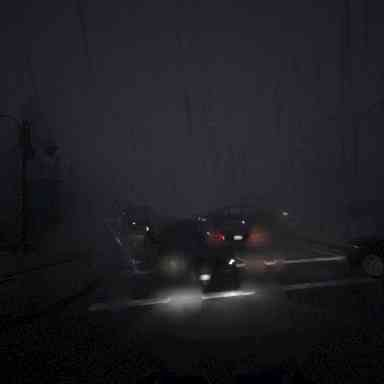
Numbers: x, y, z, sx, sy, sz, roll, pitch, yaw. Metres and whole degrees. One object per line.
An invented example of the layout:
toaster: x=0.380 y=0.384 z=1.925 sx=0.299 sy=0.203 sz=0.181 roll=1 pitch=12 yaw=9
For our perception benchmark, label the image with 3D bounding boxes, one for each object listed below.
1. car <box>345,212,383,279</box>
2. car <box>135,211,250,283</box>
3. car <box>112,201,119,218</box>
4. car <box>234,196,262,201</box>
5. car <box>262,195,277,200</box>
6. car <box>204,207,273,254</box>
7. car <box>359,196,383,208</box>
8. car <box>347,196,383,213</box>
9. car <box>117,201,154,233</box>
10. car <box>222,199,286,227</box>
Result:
car: x=6.532 y=1.475 z=8.247 sx=5.008 sy=1.535 sz=1.882 roll=0 pitch=0 yaw=39
car: x=-0.370 y=1.543 z=10.116 sx=2.033 sy=1.411 sz=5.357 roll=0 pitch=0 yaw=-15
car: x=-6.269 y=1.515 z=30.101 sx=2.033 sy=1.411 sz=5.357 roll=0 pitch=0 yaw=-17
car: x=7.347 y=1.287 z=46.166 sx=2.007 sy=1.523 sz=4.514 roll=0 pitch=0 yaw=-17
car: x=10.335 y=1.277 z=47.123 sx=2.152 sy=1.636 sz=5.027 roll=0 pitch=0 yaw=-17
car: x=1.349 y=1.538 z=13.396 sx=2.033 sy=1.411 sz=5.357 roll=0 pitch=0 yaw=-4
car: x=23.893 y=1.273 z=43.200 sx=1.845 sy=1.501 sz=3.633 roll=0 pitch=0 yaw=-17
car: x=15.588 y=1.356 z=29.211 sx=1.970 sy=1.475 sz=3.806 roll=0 pitch=0 yaw=-17
car: x=-3.106 y=1.529 z=19.950 sx=2.033 sy=1.411 sz=5.357 roll=0 pitch=0 yaw=-17
car: x=2.846 y=1.467 z=19.898 sx=5.357 sy=1.411 sz=2.033 roll=-3 pitch=1 yaw=-15
